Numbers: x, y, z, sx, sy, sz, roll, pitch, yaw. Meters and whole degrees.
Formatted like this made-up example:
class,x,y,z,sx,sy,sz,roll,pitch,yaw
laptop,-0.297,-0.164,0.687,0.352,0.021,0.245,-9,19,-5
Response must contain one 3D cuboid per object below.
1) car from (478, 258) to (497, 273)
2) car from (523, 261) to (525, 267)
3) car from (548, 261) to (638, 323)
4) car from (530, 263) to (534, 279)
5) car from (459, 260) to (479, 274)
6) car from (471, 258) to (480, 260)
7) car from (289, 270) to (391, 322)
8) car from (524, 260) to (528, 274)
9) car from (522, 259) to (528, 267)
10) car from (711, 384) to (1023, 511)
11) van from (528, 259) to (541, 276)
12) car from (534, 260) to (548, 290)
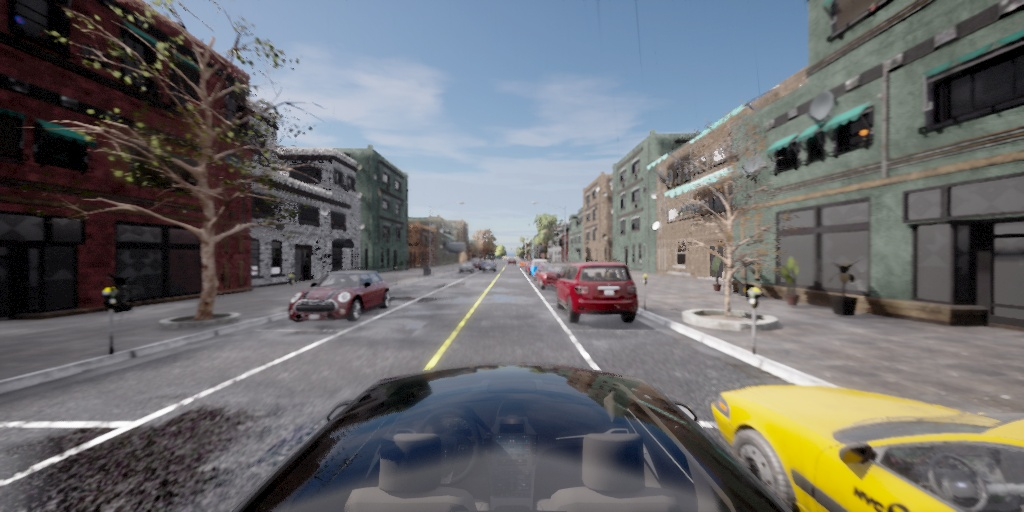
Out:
class,x,y,z,sx,sy,sz,roll,pitch,yaw
car,-3.072,1.443,48.812,2.128,1.511,4.902,0,0,0
car,2.695,1.519,45.595,1.802,1.307,4.207,0,0,0
car,2.694,1.110,12.305,2.192,1.841,5.009,0,0,0
car,2.695,1.449,28.950,1.802,1.307,4.207,0,0,0
car,-5.685,1.487,45.594,2.007,1.370,4.403,0,0,0
car,-5.685,1.298,56.690,2.192,1.841,5.009,0,0,0
car,-5.686,1.235,12.303,1.967,1.591,4.097,0,0,0
car,2.695,1.459,40.047,1.888,1.381,4.507,0,0,0
car,2.696,1.542,51.144,1.802,1.307,4.207,0,0,0
car,2.694,1.273,1.379,1.751,1.417,4.829,0,0,0
van,2.695,1.231,34.499,1.690,1.789,3.998,0,0,0
car,2.695,1.283,23.402,1.967,1.591,4.097,0,0,0
